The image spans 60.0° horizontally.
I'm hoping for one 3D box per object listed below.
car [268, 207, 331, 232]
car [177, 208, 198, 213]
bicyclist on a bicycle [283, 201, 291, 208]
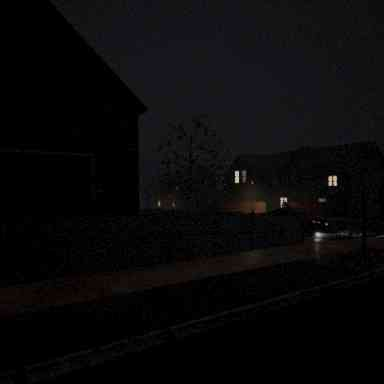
[{"bbox_3d":[7.006,1.831,22.770,1.837,1.490,4.892,-1,-1,-36],"label":"car"},{"bbox_3d":[-0.247,2.224,32.947,1.895,1.301,4.718,-1,-1,-36],"label":"car"},{"bbox_3d":[8.681,1.667,30.491,1.656,1.620,0.582,-1,0,-36],"label":"bicyclist on a bicycle"}]
